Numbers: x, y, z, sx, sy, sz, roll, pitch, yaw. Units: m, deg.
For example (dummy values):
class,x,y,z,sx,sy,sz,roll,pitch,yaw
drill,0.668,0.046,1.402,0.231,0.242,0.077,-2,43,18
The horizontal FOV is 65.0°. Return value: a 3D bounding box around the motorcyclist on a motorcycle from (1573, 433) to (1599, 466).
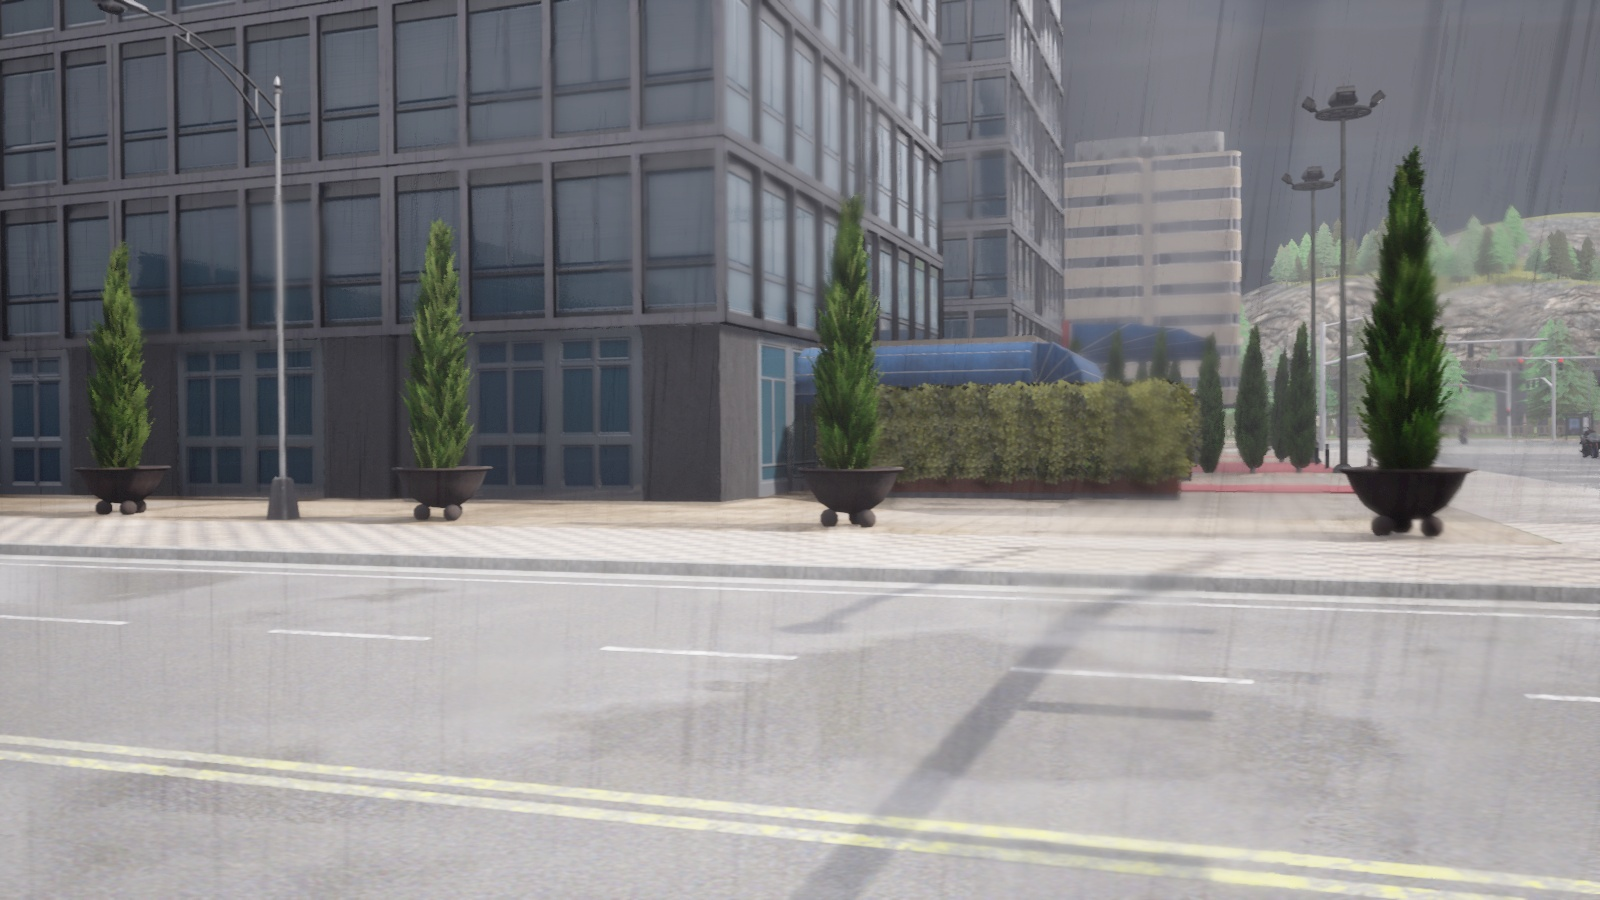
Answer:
class,x,y,z,sx,sy,sz,roll,pitch,yaw
motorcyclist on a motorcycle,37.218,-0.029,59.175,0.866,1.530,2.191,0,1,18
